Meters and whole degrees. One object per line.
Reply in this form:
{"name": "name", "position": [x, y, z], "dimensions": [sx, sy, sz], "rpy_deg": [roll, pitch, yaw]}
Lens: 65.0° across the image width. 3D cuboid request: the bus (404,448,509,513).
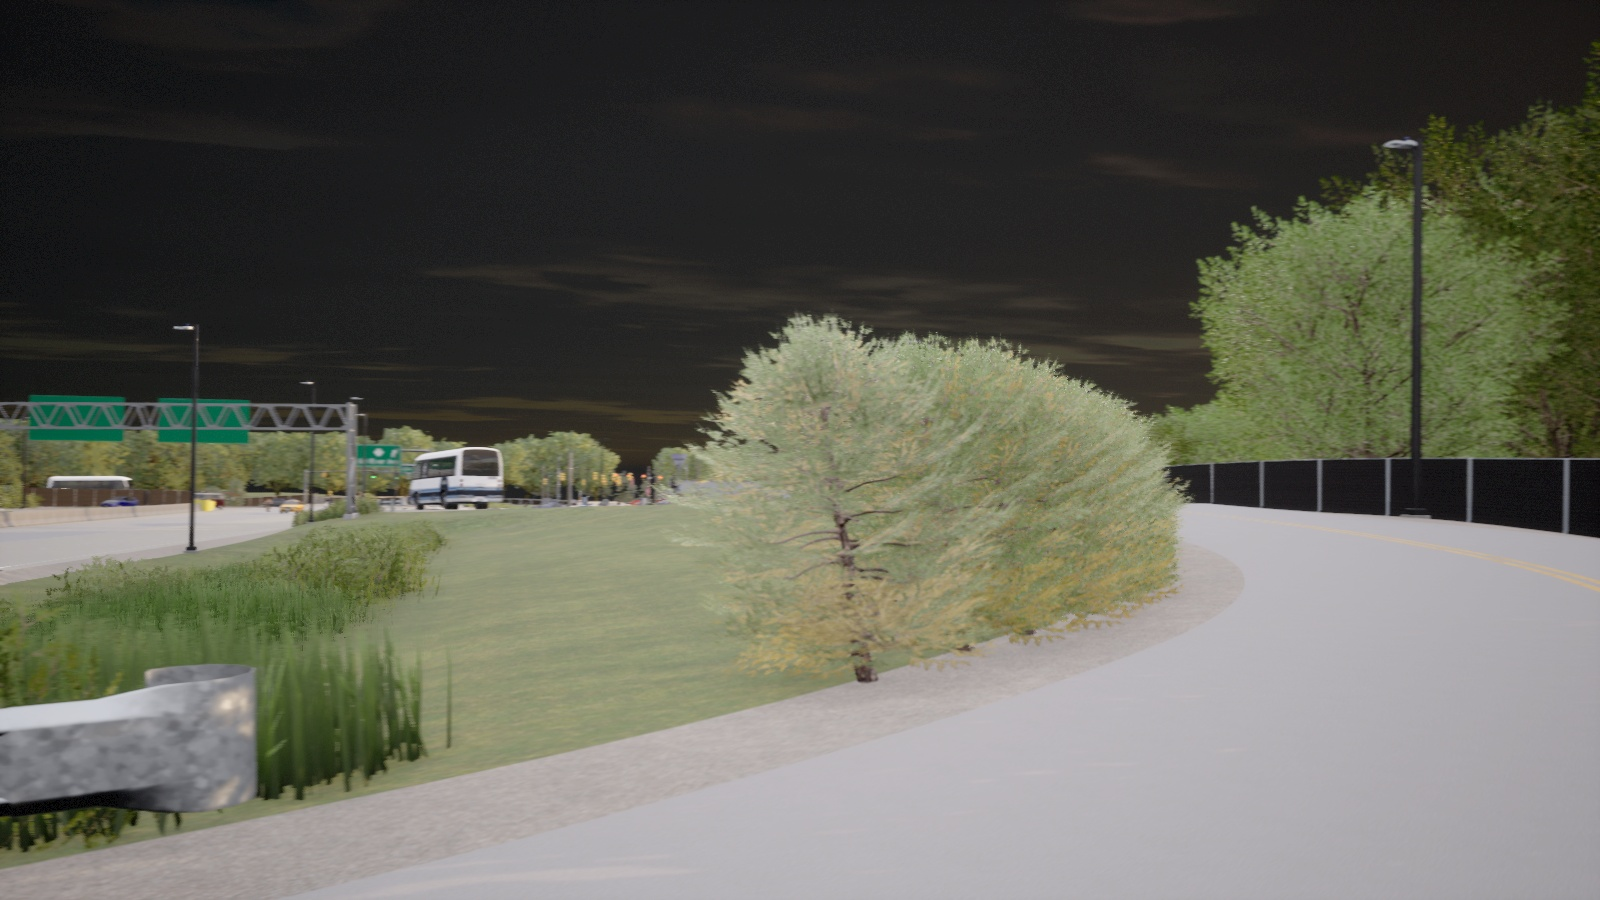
{"name": "bus", "position": [-24.713, 2.320, 89.893], "dimensions": [3.944, 4.253, 10.273], "rpy_deg": [2, -4, -35]}
